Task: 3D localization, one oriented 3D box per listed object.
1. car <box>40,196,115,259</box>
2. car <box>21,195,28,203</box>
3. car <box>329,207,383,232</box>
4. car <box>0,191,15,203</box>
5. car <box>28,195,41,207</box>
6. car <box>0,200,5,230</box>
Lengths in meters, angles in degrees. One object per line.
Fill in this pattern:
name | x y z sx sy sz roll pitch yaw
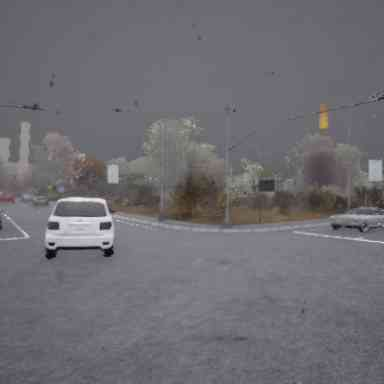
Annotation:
car | -4.213 1.222 12.918 2.150 2.045 5.566 2 0 -16
car | -28.211 1.160 57.563 2.033 1.411 5.357 0 1 -37
car | 10.310 1.596 19.947 4.718 1.301 1.895 0 0 -35
car | -31.363 0.823 55.956 2.150 2.045 5.566 0 1 -37
car | -22.316 1.299 48.987 2.128 1.511 4.902 0 1 -33
car | -12.704 1.492 20.339 2.128 1.511 4.902 0 0 -32
